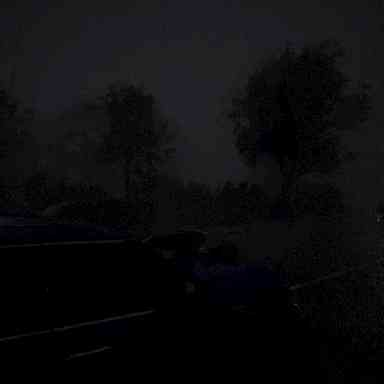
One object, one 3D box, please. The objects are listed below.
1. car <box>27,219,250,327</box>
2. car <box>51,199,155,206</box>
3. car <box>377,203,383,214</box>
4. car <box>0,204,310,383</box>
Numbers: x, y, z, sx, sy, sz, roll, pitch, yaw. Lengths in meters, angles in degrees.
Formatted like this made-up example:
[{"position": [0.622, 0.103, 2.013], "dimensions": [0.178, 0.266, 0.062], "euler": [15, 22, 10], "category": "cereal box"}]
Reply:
[{"position": [-0.998, 1.542, 7.826], "dimensions": [4.892, 1.490, 1.837], "euler": [1, 0, -38], "category": "car"}, {"position": [-3.510, 1.257, 10.253], "dimensions": [5.566, 2.045, 2.150], "euler": [1, 0, -38], "category": "car"}, {"position": [23.866, 1.958, 40.833], "dimensions": [1.895, 1.301, 4.718], "euler": [0, 0, 31], "category": "car"}, {"position": [-1.347, 1.228, 2.899], "dimensions": [5.566, 2.045, 2.150], "euler": [1, 0, -36], "category": "car"}]
